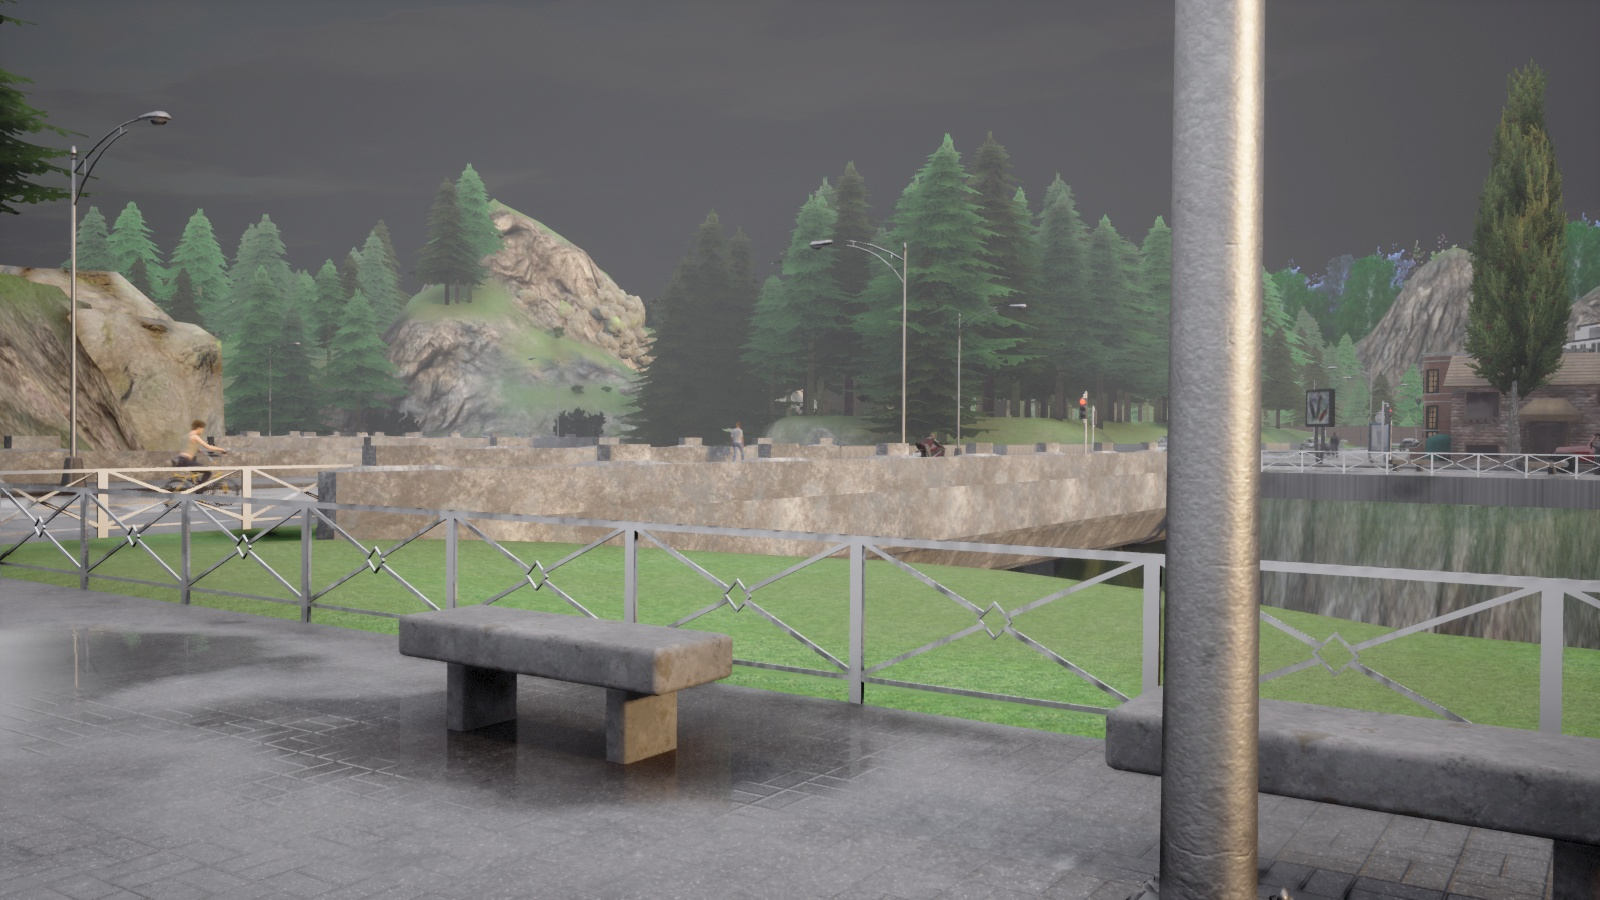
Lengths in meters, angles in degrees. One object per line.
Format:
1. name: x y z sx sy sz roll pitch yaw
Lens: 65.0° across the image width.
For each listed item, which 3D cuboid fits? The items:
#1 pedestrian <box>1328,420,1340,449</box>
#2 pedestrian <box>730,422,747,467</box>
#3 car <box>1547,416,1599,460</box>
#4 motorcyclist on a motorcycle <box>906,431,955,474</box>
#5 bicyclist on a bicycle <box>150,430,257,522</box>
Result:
1. pedestrian: 35.781 -1.037 84.107 0.563 1.883 0.849 0 1 36
2. pedestrian: -2.519 -0.237 51.379 0.354 1.836 0.706 0 1 28
3. car: 35.016 -0.540 54.957 3.866 1.878 1.905 0 1 34
4. motorcyclist on a motorcycle: 4.851 0.086 46.644 0.866 1.530 2.191 0 1 34
5. bicyclist on a bicycle: -10.877 0.453 22.927 0.866 1.612 1.509 0 1 33
